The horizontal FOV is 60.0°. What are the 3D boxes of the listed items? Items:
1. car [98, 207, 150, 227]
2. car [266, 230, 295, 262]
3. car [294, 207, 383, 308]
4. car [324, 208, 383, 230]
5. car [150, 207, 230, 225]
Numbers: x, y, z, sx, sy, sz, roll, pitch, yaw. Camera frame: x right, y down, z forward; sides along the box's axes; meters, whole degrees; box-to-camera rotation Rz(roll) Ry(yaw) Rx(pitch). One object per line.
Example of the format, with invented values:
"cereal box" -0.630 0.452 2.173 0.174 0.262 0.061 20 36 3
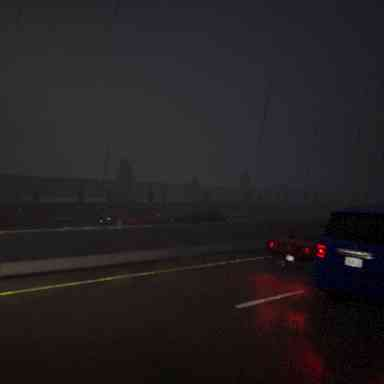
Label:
"car" -4.186 1.727 22.504 4.181 1.385 1.994 1 -1 -35
"car" 4.819 1.782 11.485 4.718 1.301 1.895 1 -1 -35
"car" 4.970 1.355 7.294 5.566 2.045 2.150 1 -1 -35
"car" 12.782 2.033 26.012 5.357 1.411 2.033 1 -1 -35
"car" 0.159 1.698 21.304 5.008 1.535 1.882 2 -1 -35
